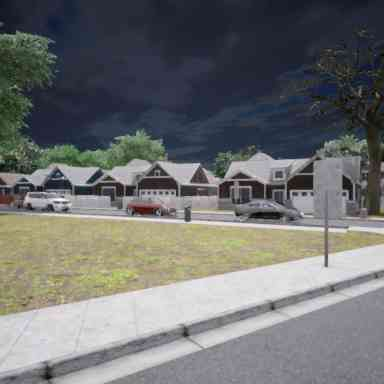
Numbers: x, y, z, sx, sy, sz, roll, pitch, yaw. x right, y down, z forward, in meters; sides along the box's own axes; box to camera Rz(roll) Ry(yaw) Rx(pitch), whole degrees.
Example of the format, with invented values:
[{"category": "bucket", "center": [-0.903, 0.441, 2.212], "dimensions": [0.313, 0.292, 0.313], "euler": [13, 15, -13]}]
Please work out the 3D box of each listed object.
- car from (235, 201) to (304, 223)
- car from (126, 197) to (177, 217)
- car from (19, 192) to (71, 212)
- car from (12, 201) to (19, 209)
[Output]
[{"category": "car", "center": [5.480, 1.419, 23.996], "dimensions": [4.902, 1.511, 2.128], "euler": [0, 0, 30]}, {"category": "car", "center": [-3.529, 1.237, 29.074], "dimensions": [4.553, 1.767, 2.097], "euler": [0, 0, 28]}, {"category": "car", "center": [-15.385, 1.052, 35.349], "dimensions": [5.566, 2.045, 2.150], "euler": [1, 0, 28]}, {"category": "car", "center": [-19.555, 1.368, 40.744], "dimensions": [5.357, 1.411, 2.033], "euler": [0, 0, 28]}]
